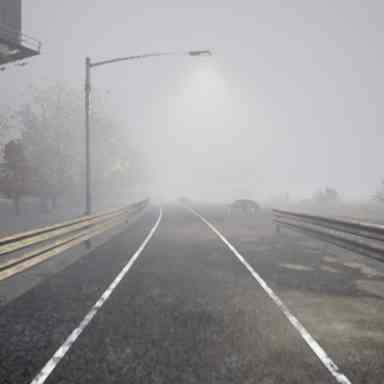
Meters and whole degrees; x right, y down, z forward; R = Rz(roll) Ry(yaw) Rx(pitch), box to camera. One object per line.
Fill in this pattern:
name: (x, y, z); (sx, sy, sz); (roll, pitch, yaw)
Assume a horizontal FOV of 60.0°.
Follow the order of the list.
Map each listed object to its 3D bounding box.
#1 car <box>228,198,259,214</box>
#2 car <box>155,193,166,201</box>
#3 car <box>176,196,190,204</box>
car: (5.247, 1.436, 34.350); (1.837, 1.490, 4.892); (0, 0, -14)
car: (-8.272, 1.222, 87.725); (2.150, 2.045, 5.566); (0, 0, -14)
car: (-1.617, 1.480, 61.454); (1.837, 1.490, 4.892); (0, 0, -14)
